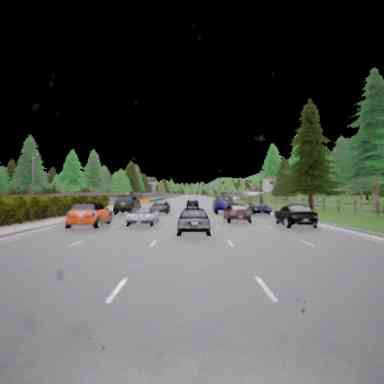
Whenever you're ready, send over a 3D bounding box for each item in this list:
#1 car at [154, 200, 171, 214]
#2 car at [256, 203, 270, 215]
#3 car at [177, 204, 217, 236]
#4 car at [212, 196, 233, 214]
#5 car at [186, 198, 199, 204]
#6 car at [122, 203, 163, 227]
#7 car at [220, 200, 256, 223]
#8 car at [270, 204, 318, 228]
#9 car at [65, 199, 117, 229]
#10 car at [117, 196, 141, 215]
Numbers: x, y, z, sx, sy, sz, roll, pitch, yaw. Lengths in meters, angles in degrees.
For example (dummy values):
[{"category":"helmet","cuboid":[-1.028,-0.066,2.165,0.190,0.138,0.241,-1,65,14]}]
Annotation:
[{"category":"car","cuboid":[-3.434,1.690,37.803,2.128,1.511,4.902,0,0,0]},{"category":"car","cuboid":[7.060,1.786,35.656,1.895,1.301,4.718,0,0,0]},{"category":"car","cuboid":[0.099,1.648,19.233,2.033,1.411,5.357,0,0,0]},{"category":"car","cuboid":[3.595,1.423,38.428,2.150,2.045,5.566,0,0,0]},{"category":"car","cuboid":[0.098,1.755,53.503,1.882,1.535,5.008,0,0,0]},{"category":"car","cuboid":[-3.465,1.726,24.033,1.895,1.301,4.718,0,0,0]},{"category":"car","cuboid":[3.604,1.665,26.824,1.812,1.442,4.674,0,0,0]},{"category":"car","cuboid":[7.033,1.597,22.910,1.882,1.535,5.008,0,-1,1]},{"category":"car","cuboid":[-6.900,1.470,22.734,2.097,1.767,4.553,0,0,0]},{"category":"car","cuboid":[-6.941,1.413,36.311,2.150,2.045,5.566,0,0,0]}]
